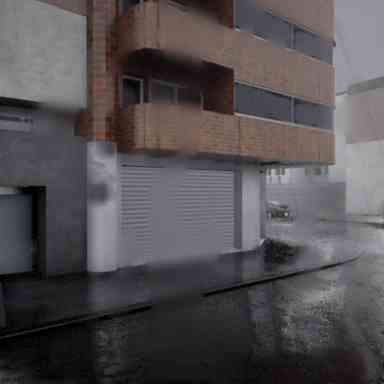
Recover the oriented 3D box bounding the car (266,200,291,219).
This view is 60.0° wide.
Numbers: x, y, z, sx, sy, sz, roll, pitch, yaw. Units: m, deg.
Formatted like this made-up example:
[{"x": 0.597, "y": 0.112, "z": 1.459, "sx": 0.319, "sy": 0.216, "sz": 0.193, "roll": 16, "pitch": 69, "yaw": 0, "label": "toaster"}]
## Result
[{"x": 6.203, "y": 1.504, "z": 28.815, "sx": 1.837, "sy": 1.490, "sz": 4.892, "roll": 0, "pitch": 0, "yaw": -35, "label": "car"}]
